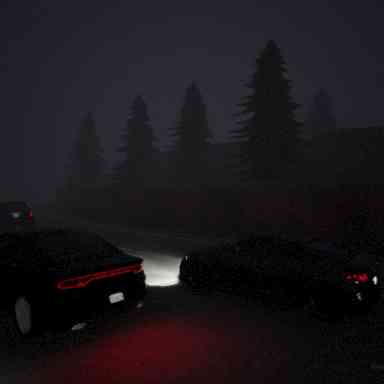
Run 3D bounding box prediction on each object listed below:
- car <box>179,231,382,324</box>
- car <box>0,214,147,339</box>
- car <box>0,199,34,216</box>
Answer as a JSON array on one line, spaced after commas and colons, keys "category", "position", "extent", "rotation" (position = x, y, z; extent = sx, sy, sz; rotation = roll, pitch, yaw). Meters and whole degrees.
[{"category": "car", "position": [1.741, 1.567, 7.278], "extent": [4.181, 1.385, 1.994], "rotation": [0, 0, 37]}, {"category": "car", "position": [-3.058, 1.454, 6.677], "extent": [5.008, 1.535, 1.882], "rotation": [0, 0, 40]}, {"category": "car", "position": [-10.735, 1.270, 19.197], "extent": [2.097, 1.767, 4.553], "rotation": [0, 0, -42]}]
